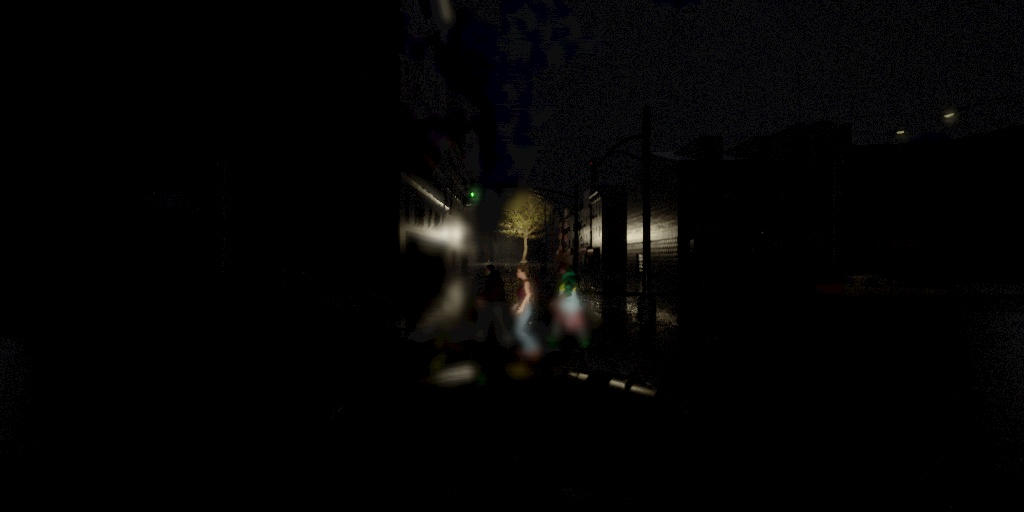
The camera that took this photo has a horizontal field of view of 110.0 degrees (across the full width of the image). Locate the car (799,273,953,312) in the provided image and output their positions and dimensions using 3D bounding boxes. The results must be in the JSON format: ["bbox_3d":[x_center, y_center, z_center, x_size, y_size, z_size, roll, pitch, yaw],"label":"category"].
[{"bbox_3d":[13.906,1.336,13.813,4.829,1.417,1.751,0,0,0],"label":"car"}]

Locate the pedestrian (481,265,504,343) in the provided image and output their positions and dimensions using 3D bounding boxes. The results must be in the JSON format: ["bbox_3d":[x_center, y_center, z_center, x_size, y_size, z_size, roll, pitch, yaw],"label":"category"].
[{"bbox_3d":[-0.438,1.039,8.276,0.375,1.860,0.375,0,0,0],"label":"pedestrian"}]

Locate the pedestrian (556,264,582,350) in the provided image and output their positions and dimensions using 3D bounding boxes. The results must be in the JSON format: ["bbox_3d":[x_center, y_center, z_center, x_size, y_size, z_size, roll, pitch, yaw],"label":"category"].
[{"bbox_3d":[1.207,1.040,7.670,0.375,1.860,0.375,0,0,0],"label":"pedestrian"}]

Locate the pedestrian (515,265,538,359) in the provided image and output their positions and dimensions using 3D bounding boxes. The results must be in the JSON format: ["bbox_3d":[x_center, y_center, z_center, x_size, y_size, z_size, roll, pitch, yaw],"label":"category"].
[{"bbox_3d":[0.259,1.042,7.070,0.375,1.860,0.375,0,0,0],"label":"pedestrian"}]
